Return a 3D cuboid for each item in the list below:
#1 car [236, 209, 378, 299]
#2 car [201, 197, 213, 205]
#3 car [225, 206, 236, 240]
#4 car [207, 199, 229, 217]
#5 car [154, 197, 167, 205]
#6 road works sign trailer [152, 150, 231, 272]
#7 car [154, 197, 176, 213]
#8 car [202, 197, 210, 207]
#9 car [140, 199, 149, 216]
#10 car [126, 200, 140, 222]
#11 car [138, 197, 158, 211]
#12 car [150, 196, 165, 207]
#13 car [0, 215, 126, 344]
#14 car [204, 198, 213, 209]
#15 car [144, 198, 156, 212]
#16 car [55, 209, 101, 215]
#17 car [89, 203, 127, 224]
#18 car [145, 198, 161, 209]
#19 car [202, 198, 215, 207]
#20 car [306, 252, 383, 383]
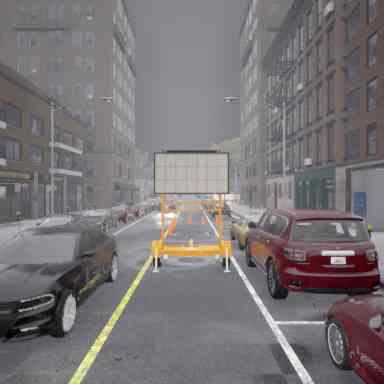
[{"bbox_3d":[2.627,1.315,8.368,2.192,1.841,5.009,0,0,0],"label":"car"},{"bbox_3d":[2.563,1.584,58.032,1.947,1.339,4.313,0,0,0],"label":"car"},{"bbox_3d":[2.616,1.525,14.054,1.752,1.417,4.829,0,0,0],"label":"car"},{"bbox_3d":[2.599,1.583,30.441,1.802,1.307,4.206,0,0,0],"label":"car"},{"bbox_3d":[-5.463,1.600,58.020,1.802,1.307,4.206,0,0,0],"label":"car"},{"bbox_3d":[-0.014,0.464,10.731,2.380,3.560,2.880,0,0,0],"label":"road works sign trailer"},{"bbox_3d":[-2.796,1.495,37.617,2.128,1.511,4.902,0,0,0],"label":"car"},{"bbox_3d":[2.584,1.531,41.647,1.752,1.417,4.829,0,0,0],"label":"car"},{"bbox_3d":[-5.426,1.567,30.426,1.947,1.339,4.313,0,0,0],"label":"car"},{"bbox_3d":[-5.419,1.545,24.908,1.887,1.381,4.507,0,0,0],"label":"car"},{"bbox_3d":[-5.441,1.446,41.463,1.967,1.590,4.097,0,0,0],"label":"car"},{"bbox_3d":[-5.456,1.454,52.501,1.967,1.590,4.097,0,0,0],"label":"car"},{"bbox_3d":[-2.856,1.477,6.846,1.882,1.535,5.008,0,0,0],"label":"car"},{"bbox_3d":[2.591,1.584,35.958,1.802,1.307,4.206,0,0,0],"label":"car"},{"bbox_3d":[-5.434,1.553,35.944,2.008,1.369,4.403,0,0,0],"label":"car"},{"bbox_3d":[-5.405,1.582,13.869,1.802,1.307,4.206,0,0,0],"label":"car"},{"bbox_3d":[-5.412,1.551,19.389,2.008,1.369,4.403,0,0,0],"label":"car"},{"bbox_3d":[-5.448,1.535,46.812,1.752,1.417,4.829,0,0,0],"label":"car"},{"bbox_3d":[2.570,1.596,52.513,1.802,1.307,4.206,0,0,0],"label":"car"},{"bbox_3d":[2.634,1.582,2.849,1.802,1.307,4.206,0,0,0],"label":"car"}]
